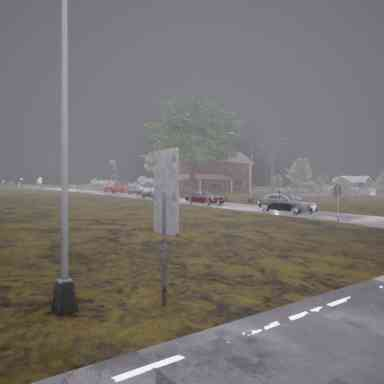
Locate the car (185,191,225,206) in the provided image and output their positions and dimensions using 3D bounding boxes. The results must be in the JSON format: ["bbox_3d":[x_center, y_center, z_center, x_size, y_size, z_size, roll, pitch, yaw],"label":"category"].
[{"bbox_3d":[1.285,0.621,34.089,1.895,1.301,4.718,0,2,-36],"label":"car"}]

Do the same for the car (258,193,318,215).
[{"bbox_3d":[7.295,0.894,25.724,2.128,1.511,4.902,0,2,-36],"label":"car"}]

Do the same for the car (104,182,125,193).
[{"bbox_3d":[-14.110,-0.822,60.409,2.150,2.045,5.566,0,2,-36],"label":"car"}]

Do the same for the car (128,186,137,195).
[{"bbox_3d":[-8.411,-0.190,52.569,1.812,1.442,4.674,0,2,-35],"label":"car"}]

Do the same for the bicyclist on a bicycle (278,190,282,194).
[{"bbox_3d":[8.891,0.662,33.763,1.656,1.620,0.582,0,2,-36],"label":"bicyclist on a bicycle"}]

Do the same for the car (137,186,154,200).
[{"bbox_3d":[-4.901,0.163,42.719,1.812,1.442,4.674,0,2,-35],"label":"car"}]
